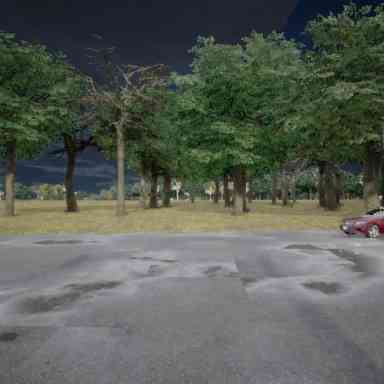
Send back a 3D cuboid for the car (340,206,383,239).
[{"bbox_3d":[9.503,1.398,15.960,4.674,1.442,1.812,-1,-2,-8],"label":"car"}]
